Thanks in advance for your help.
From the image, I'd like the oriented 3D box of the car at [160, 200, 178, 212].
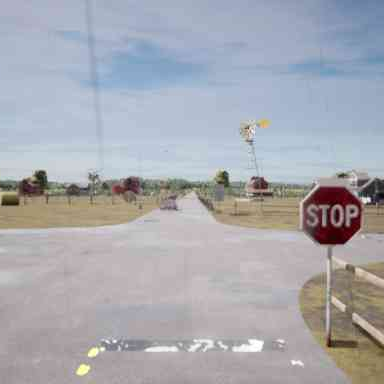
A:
[{"bbox_3d":[-2.715,1.625,39.700,1.994,1.385,4.181,0,0,0],"label":"car"}]
